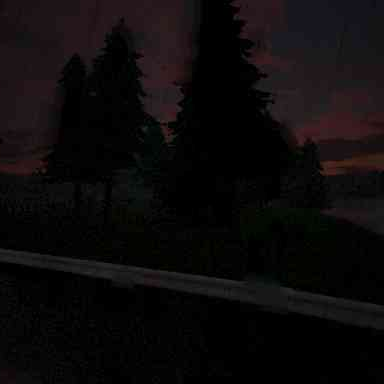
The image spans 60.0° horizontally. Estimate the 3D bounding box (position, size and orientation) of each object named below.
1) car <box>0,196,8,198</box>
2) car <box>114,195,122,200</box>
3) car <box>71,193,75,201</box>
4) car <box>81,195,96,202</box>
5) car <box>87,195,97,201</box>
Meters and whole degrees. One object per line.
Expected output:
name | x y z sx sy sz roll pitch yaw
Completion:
car | -39.964 1.540 69.270 2.033 1.411 5.357 0 0 5
car | -19.365 1.500 86.701 1.837 1.490 4.892 0 0 -10
car | -29.928 1.225 86.234 2.150 2.045 5.566 0 0 -10
car | -22.240 1.557 71.425 1.994 1.385 4.181 0 0 1
car | -26.827 1.553 89.233 1.994 1.385 4.181 0 0 -10
